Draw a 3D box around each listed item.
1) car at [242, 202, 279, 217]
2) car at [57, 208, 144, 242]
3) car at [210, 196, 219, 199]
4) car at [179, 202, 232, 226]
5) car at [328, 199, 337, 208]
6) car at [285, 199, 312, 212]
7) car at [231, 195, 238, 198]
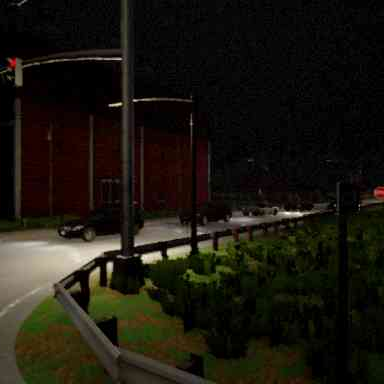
[{"bbox_3d":[6.629,1.648,31.911,1.895,1.301,4.718,0,0,37],"label":"car"},{"bbox_3d":[-4.461,1.575,16.920,1.812,1.442,4.674,0,0,36],"label":"car"},{"bbox_3d":[4.478,1.597,74.955,1.816,1.474,4.193,0,0,36],"label":"car"},{"bbox_3d":[1.085,1.526,24.438,1.882,1.535,5.008,0,0,37],"label":"car"},{"bbox_3d":[18.518,1.604,41.810,1.994,1.385,4.181,0,0,37],"label":"car"},{"bbox_3d":[13.084,1.594,40.560,2.033,1.411,5.357,0,0,37],"label":"car"},{"bbox_3d":[11.047,1.613,86.081,1.784,1.438,3.905,0,0,36],"label":"car"}]
